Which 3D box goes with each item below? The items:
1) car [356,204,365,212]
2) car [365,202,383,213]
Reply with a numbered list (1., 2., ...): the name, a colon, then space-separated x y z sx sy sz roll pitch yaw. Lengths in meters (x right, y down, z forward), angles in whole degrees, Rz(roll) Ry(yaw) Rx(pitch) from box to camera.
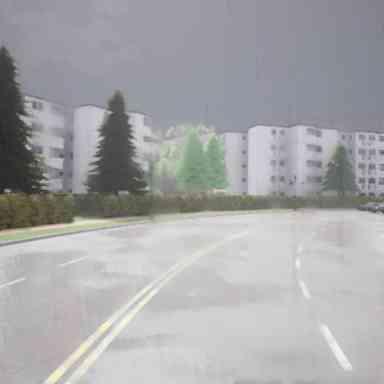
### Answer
1. car: 24.919 2.004 45.262 5.357 1.411 2.033 1 0 -21
2. car: 24.254 1.939 41.165 4.892 1.490 1.837 1 -1 -24
